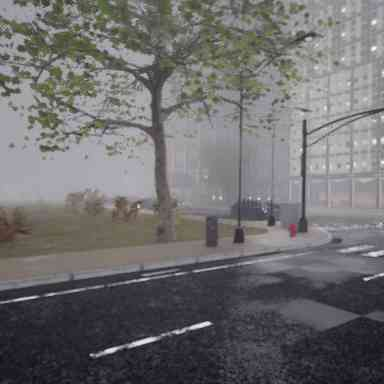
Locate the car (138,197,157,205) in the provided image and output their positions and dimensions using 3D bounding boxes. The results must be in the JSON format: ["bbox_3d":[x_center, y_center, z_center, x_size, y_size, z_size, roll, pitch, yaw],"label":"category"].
[{"bbox_3d":[-8.913,1.789,66.268,1.812,1.442,4.674,2,-1,-34],"label":"car"}]

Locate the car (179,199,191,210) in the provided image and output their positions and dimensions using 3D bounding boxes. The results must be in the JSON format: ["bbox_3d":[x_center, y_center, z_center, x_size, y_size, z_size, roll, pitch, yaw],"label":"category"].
[{"bbox_3d":[-1.915,1.663,43.950,1.812,1.442,4.674,2,-1,-34],"label":"car"}]

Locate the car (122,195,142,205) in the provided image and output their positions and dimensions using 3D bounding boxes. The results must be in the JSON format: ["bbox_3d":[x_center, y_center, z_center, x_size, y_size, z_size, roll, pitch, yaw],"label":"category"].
[{"bbox_3d":[-11.593,1.540,64.439,2.097,1.767,4.553,2,-1,-34],"label":"car"}]

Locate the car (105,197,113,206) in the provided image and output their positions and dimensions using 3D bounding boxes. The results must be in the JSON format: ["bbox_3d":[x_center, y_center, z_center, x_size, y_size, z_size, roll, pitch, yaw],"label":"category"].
[{"bbox_3d":[-14.232,1.515,56.692,1.994,1.385,4.181,2,-1,-34],"label":"car"}]

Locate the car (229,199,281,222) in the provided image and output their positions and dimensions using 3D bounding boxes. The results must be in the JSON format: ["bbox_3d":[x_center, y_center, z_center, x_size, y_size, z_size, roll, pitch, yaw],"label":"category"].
[{"bbox_3d":[5.186,1.434,27.496,2.097,1.767,4.553,2,-1,-34],"label":"car"}]

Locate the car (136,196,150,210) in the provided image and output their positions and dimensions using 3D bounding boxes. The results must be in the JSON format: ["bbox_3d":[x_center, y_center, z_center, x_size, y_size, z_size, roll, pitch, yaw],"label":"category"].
[{"bbox_3d":[-4.923,1.539,42.607,1.882,1.535,5.008,2,-1,-34],"label":"car"}]

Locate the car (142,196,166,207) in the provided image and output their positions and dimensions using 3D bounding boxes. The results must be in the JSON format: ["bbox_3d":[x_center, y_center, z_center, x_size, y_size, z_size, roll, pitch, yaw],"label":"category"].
[{"bbox_3d":[-6.525,1.552,56.903,2.097,1.767,4.553,2,-1,-34],"label":"car"}]

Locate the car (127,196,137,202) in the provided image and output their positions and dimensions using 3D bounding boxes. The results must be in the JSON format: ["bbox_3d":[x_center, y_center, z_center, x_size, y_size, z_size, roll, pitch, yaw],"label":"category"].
[{"bbox_3d":[-11.532,1.601,58.499,1.882,1.535,5.008,2,-1,-34],"label":"car"}]

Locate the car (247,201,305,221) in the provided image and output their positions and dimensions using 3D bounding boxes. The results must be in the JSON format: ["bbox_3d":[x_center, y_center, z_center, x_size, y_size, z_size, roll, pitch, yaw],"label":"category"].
[{"bbox_3d":[7.437,1.633,29.967,1.882,1.535,5.008,2,-1,-34],"label":"car"}]
